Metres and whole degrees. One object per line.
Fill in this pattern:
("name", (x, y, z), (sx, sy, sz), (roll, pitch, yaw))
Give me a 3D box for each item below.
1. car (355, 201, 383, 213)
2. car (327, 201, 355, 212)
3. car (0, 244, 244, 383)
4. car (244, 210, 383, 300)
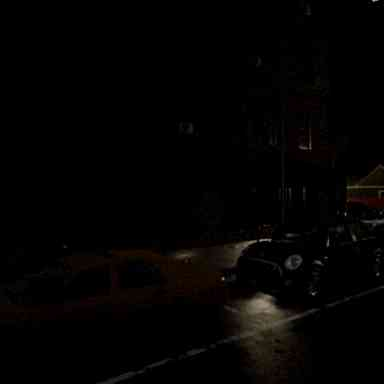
("car", (14.420, 1.586, 29.875), (1.837, 1.490, 4.892), (0, 0, -36))
("car", (11.112, 1.595, 28.932), (1.837, 1.490, 4.892), (0, 0, -33))
("car", (-1.618, 1.525, 5.033), (4.829, 1.417, 1.752), (0, 0, -36))
("car", (3.006, 1.438, 8.348), (4.097, 1.590, 1.967), (0, 0, -36))
